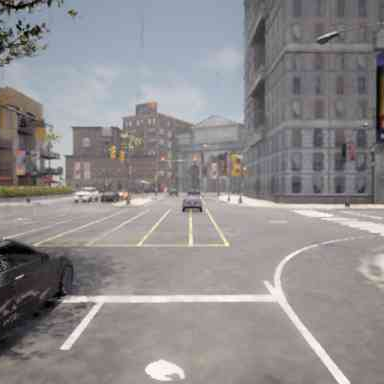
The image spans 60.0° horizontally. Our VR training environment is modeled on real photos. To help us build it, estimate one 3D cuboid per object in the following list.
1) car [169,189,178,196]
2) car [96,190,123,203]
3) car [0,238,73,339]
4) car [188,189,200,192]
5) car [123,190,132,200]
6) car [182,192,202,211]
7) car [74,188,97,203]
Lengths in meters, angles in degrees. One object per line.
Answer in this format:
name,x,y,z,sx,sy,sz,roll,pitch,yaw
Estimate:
car,-4.087,0.077,73.538,1.837,1.490,4.892,0,1,-9
car,-11.642,0.679,47.450,1.882,1.535,5.008,0,1,0
car,-3.432,1.436,5.213,1.812,1.442,4.674,0,1,-1
car,0.483,0.174,73.580,1.837,1.490,4.892,0,1,20
car,-11.670,0.400,56.582,2.097,1.767,4.553,0,1,0
car,0.024,1.017,31.422,2.033,1.411,5.357,0,1,0
car,-15.133,0.414,47.962,2.150,2.045,5.566,0,1,0
